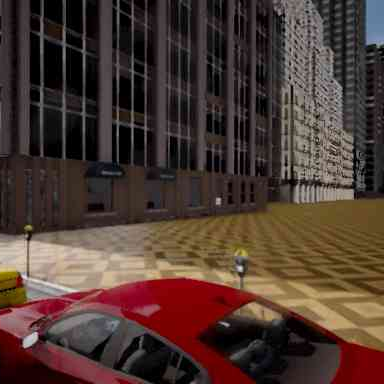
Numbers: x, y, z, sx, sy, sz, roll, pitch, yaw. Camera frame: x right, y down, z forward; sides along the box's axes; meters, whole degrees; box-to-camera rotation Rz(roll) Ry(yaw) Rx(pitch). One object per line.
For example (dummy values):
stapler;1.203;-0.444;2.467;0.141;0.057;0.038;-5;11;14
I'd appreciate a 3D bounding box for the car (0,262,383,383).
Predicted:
car;-0.395;1.537;3.156;4.507;1.381;1.887;0;0;36
